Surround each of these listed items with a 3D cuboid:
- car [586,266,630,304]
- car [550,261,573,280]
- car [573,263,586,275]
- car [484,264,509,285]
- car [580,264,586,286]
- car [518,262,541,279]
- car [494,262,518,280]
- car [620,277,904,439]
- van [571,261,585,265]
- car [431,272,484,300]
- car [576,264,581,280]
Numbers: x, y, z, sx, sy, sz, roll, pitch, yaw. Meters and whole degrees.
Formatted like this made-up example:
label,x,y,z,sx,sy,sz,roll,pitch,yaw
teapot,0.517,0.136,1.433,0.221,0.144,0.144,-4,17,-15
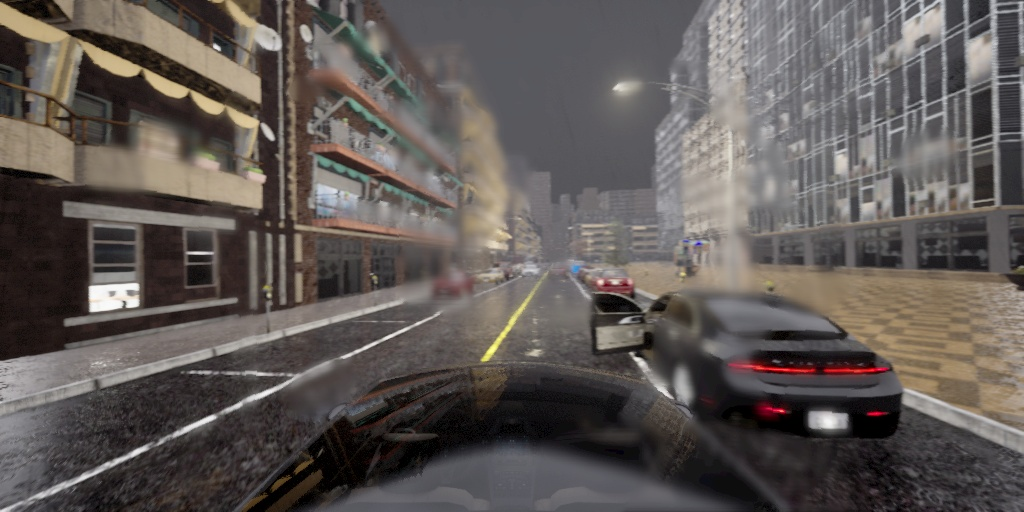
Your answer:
label,x,y,z,sx,sy,sz,roll,pitch,yaw
car,5.208,1.323,19.029,1.967,1.591,4.097,0,0,7
car,4.736,1.603,35.924,2.128,1.511,4.902,-1,-1,7
car,7.322,1.645,35.472,1.802,1.307,4.207,0,0,7
car,-1.715,1.678,30.891,1.751,1.417,4.829,0,0,7
car,5.935,1.469,24.679,1.751,1.417,4.829,0,0,7
car,2.151,1.736,40.286,1.812,1.442,4.674,-1,-1,8
car,-0.989,1.528,36.539,2.192,1.841,5.009,0,0,7
car,3.133,1.252,5.610,1.837,1.490,4.892,-1,-1,7
van,8.732,1.526,46.435,1.690,1.789,3.998,0,0,7
car,-3.102,1.579,20.096,1.888,1.381,4.507,0,0,7
car,6.617,1.585,29.992,1.802,1.307,4.207,0,0,7
